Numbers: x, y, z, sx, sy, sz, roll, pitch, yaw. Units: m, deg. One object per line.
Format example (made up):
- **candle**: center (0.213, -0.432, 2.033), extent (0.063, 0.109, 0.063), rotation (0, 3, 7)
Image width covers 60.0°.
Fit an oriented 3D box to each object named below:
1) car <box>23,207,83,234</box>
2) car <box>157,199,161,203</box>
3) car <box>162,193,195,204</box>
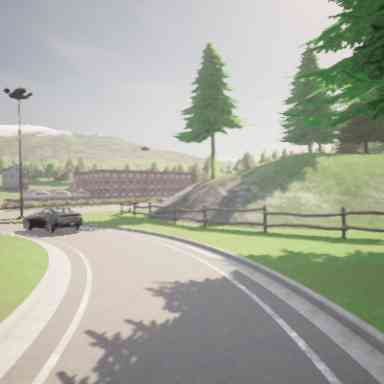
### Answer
- **car**: center (-8.790, 1.705, 20.834), extent (4.902, 1.511, 2.128), rotation (-1, 0, 40)
- **car**: center (-5.181, 1.625, 69.533), extent (1.812, 1.442, 4.674), rotation (-1, 0, 44)
- **car**: center (-2.685, 1.263, 67.092), extent (2.150, 2.045, 5.566), rotation (-1, 0, 44)
